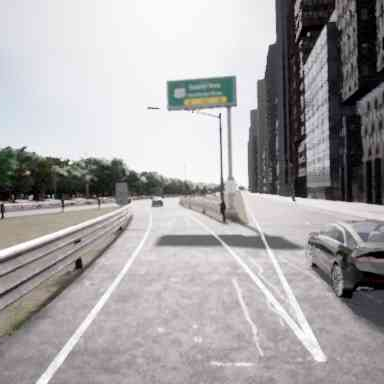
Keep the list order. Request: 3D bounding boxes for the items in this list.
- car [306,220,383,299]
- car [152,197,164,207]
[{"bbox_3d":[4.129,1.437,8.212,2.128,1.511,4.902,-1,0,8],"label":"car"},{"bbox_3d":[-5.614,1.595,53.894,2.128,1.511,4.902,-1,0,-7],"label":"car"}]
